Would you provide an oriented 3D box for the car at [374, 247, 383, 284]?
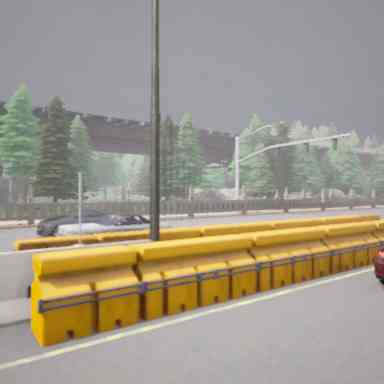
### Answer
[{"bbox_3d":[6.294,1.558,8.246,4.674,1.442,1.812,0,0,-36],"label":"car"}]

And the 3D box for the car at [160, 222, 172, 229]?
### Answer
[{"bbox_3d":[-3.318,1.620,14.442,4.718,1.301,1.895,0,0,-35],"label":"car"}]
